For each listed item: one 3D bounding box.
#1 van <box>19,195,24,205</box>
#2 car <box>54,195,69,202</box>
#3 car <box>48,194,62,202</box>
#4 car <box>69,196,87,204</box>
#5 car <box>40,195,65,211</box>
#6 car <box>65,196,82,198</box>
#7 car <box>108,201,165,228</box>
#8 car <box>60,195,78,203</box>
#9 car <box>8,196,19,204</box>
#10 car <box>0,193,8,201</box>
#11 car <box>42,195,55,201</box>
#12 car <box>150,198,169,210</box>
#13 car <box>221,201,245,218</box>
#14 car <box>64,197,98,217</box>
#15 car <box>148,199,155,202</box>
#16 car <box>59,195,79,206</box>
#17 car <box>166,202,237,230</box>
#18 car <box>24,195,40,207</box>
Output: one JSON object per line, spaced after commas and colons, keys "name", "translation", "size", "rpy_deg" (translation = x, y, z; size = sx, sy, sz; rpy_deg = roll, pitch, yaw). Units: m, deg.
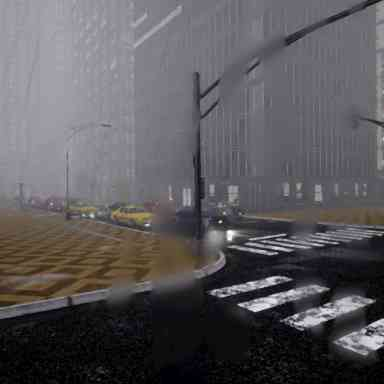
{"name": "van", "translation": [-26.730, 1.303, 54.629], "size": [1.690, 1.788, 3.998], "rpy_deg": [-1, 1, -36]}
{"name": "car", "translation": [-26.824, 1.407, 68.255], "size": [1.802, 1.307, 4.206], "rpy_deg": [-1, 1, -36]}
{"name": "car", "translation": [-30.071, 1.256, 72.764], "size": [1.967, 1.590, 4.097], "rpy_deg": [-1, 1, -36]}
{"name": "car", "translation": [-20.332, 1.389, 59.234], "size": [1.887, 1.381, 4.507], "rpy_deg": [-1, 1, -36]}
{"name": "car", "translation": [-16.991, 1.429, 41.099], "size": [1.967, 1.590, 4.097], "rpy_deg": [-1, 1, -36]}
{"name": "car", "translation": [-13.263, 1.447, 40.171], "size": [2.128, 1.511, 4.902], "rpy_deg": [-1, 1, -35]}
{"name": "car", "translation": [-4.013, 1.552, 22.844], "size": [1.752, 1.417, 4.829], "rpy_deg": [-1, 1, -36]}
{"name": "car", "translation": [-23.578, 1.385, 63.744], "size": [2.008, 1.369, 4.403], "rpy_deg": [-1, 1, -36]}
{"name": "car", "translation": [-33.220, 1.494, 63.652], "size": [2.008, 1.369, 4.403], "rpy_deg": [-1, 1, -36]}
{"name": "car", "translation": [-46.204, 1.449, 81.694], "size": [1.887, 1.381, 4.507], "rpy_deg": [-1, 1, -36]}
{"name": "car", "translation": [-33.416, 1.331, 77.413], "size": [1.752, 1.417, 4.829], "rpy_deg": [-1, 1, -36]}
{"name": "car", "translation": [-4.057, 1.328, 36.716], "size": [1.967, 1.590, 4.097], "rpy_deg": [-1, 1, -36]}
{"name": "car", "translation": [2.494, 1.455, 27.736], "size": [2.008, 1.369, 4.403], "rpy_deg": [-1, 1, -36]}
{"name": "car", "translation": [-10.448, 1.533, 31.908], "size": [1.752, 1.417, 4.829], "rpy_deg": [-1, 1, -36]}
{"name": "car", "translation": [-5.733, 1.525, 29.677], "size": [2.033, 1.411, 5.357], "rpy_deg": [-1, 1, -36]}
{"name": "car", "translation": [-20.403, 1.363, 55.127], "size": [1.882, 1.535, 5.008], "rpy_deg": [-1, 1, -36]}
{"name": "car", "translation": [0.488, 1.557, 21.031], "size": [1.994, 1.385, 4.181], "rpy_deg": [-1, 1, -36]}
{"name": "car", "translation": [-23.483, 1.411, 50.120], "size": [1.967, 1.590, 4.097], "rpy_deg": [-1, 1, -36]}
